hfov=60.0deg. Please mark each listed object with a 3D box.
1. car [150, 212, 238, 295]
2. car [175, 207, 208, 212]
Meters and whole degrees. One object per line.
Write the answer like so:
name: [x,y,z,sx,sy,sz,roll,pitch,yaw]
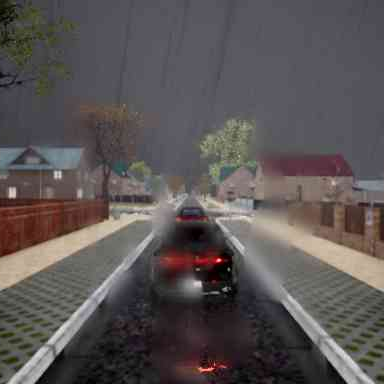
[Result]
car: [0.045,1.492,8.638,1.837,1.490,4.892,0,0,0]
car: [-0.013,1.542,19.034,1.994,1.385,4.181,0,0,0]
